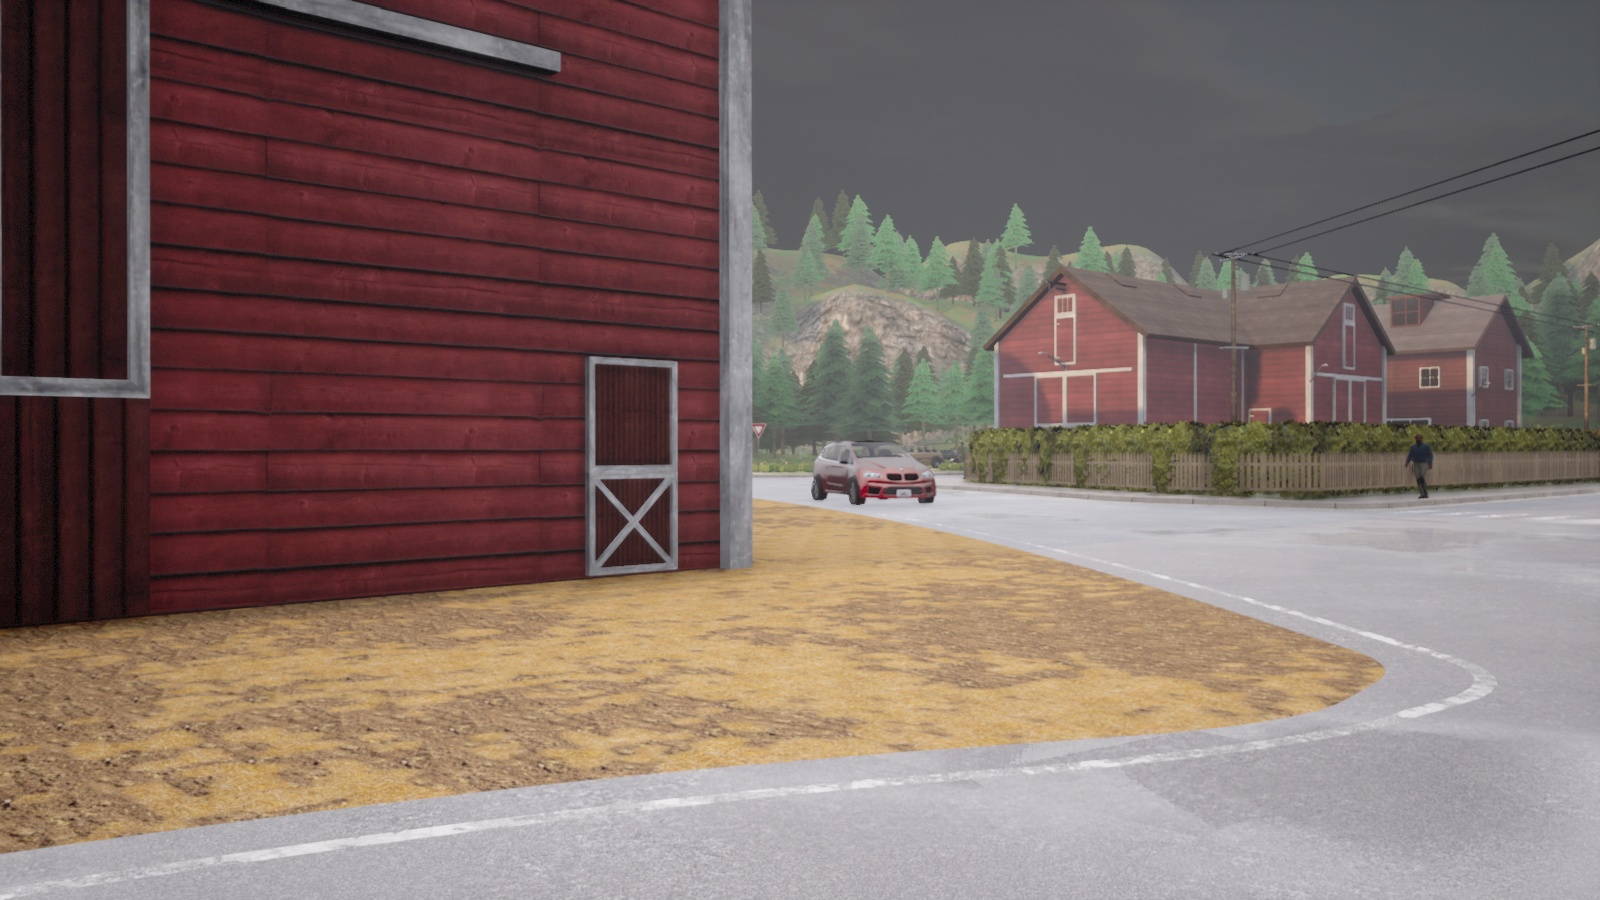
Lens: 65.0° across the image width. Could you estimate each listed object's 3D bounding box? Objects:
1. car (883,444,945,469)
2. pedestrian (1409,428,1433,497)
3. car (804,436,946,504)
[{"bbox_3d":[8.453,0.476,92.929,4.605,1.855,1.932,0,0,-42],"label":"car"},{"bbox_3d":[16.883,0.336,34.161,0.370,1.835,0.726,0,0,44],"label":"pedestrian"},{"bbox_3d":[1.911,0.495,33.577,2.242,1.667,4.611,0,0,-18],"label":"car"}]
